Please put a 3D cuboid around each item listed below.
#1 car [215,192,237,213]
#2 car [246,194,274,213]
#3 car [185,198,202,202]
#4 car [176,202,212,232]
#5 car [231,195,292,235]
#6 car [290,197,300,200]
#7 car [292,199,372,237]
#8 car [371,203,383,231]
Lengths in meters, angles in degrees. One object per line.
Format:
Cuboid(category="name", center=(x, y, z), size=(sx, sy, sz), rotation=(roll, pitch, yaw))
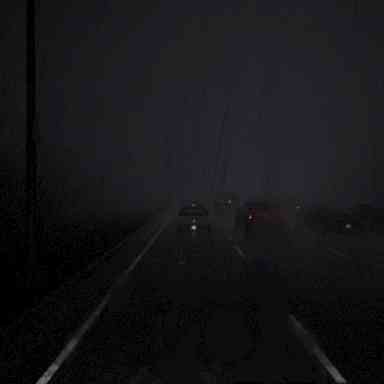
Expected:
Cuboid(category="car", center=(3.662, 1.029, 34.800), size=(2.150, 2.045, 5.566), rotation=(0, 0, 0))
Cuboid(category="car", center=(7.162, 1.156, 35.415), size=(2.097, 1.767, 4.553), rotation=(0, 0, 0))
Cuboid(category="car", center=(0.164, 1.363, 36.329), size=(1.994, 1.385, 4.181), rotation=(0, 0, 0))
Cuboid(category="car", center=(0.101, 1.495, 19.078), size=(1.895, 1.301, 4.718), rotation=(0, 0, 0))
Cuboid(category="car", center=(3.601, 1.251, 18.153), size=(2.097, 1.767, 4.553), rotation=(0, 0, 0))
Cuboid(category="car", center=(10.663, 1.307, 35.797), size=(1.837, 1.490, 4.892), rotation=(0, 0, 0))
Cuboid(category="car", center=(7.101, 1.380, 17.562), size=(1.882, 1.535, 5.008), rotation=(0, 0, 0))
Cuboid(category="car", center=(10.601, 1.396, 19.734), size=(1.837, 1.490, 4.892), rotation=(0, 0, 0))
